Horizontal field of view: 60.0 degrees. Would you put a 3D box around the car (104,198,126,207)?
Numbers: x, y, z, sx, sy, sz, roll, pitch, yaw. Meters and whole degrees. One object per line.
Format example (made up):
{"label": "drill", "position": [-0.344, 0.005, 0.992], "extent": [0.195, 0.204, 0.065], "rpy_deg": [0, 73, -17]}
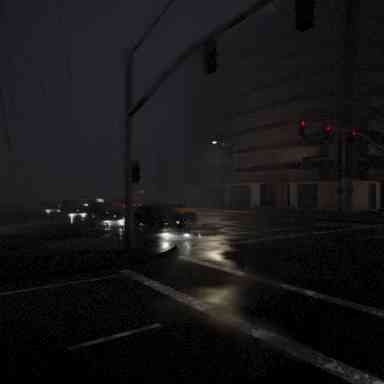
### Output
{"label": "car", "position": [-12.685, 1.656, 54.836], "extent": [1.895, 1.301, 4.718], "rpy_deg": [0, 0, -36]}

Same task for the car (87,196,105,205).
{"label": "car", "position": [-17.961, 1.581, 62.260], "extent": [1.812, 1.442, 4.674], "rpy_deg": [0, 0, -34]}

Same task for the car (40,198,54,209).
{"label": "car", "position": [-19.807, 1.533, 46.472], "extent": [1.882, 1.535, 5.008], "rpy_deg": [0, 0, -35]}

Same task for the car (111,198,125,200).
{"label": "car", "position": [-6.861, 1.407, 34.223], "extent": [2.097, 1.767, 4.553], "rpy_deg": [0, 0, -36]}

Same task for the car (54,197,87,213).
{"label": "car", "position": [-13.758, 1.603, 37.899], "extent": [2.033, 1.411, 5.357], "rpy_deg": [0, 0, -35]}

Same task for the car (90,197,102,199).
{"label": "car", "position": [-12.947, 1.603, 42.800], "extent": [2.033, 1.411, 5.357], "rpy_deg": [0, 0, -35]}

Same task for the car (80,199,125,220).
{"label": "car", "position": [-7.898, 1.603, 29.639], "extent": [2.033, 1.411, 5.357], "rpy_deg": [0, 0, -35]}

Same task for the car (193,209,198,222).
{"label": "car", "position": [-1.485, 1.533, 26.661], "extent": [1.882, 1.535, 5.008], "rpy_deg": [0, 0, -35]}

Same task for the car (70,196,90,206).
{"label": "car", "position": [-19.911, 1.547, 58.954], "extent": [2.128, 1.511, 4.902], "rpy_deg": [0, 0, -35]}

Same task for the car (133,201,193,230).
{"label": "car", "position": [-2.254, 1.560, 21.702], "extent": [1.837, 1.490, 4.892], "rpy_deg": [0, 0, -36]}
